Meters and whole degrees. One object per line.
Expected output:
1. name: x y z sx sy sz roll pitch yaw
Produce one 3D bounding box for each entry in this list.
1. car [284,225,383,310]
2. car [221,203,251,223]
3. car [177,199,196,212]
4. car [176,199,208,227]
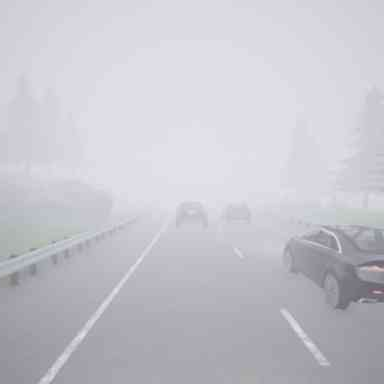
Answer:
1. car: 3.599 1.514 7.828 2.128 1.511 4.902 0 0 0
2. car: 3.380 1.567 26.116 2.128 1.511 4.902 0 0 -2
3. car: -0.786 1.612 41.607 2.128 1.511 4.902 0 0 -3
4. car: -0.060 1.421 23.672 2.097 1.767 4.553 0 0 -1
